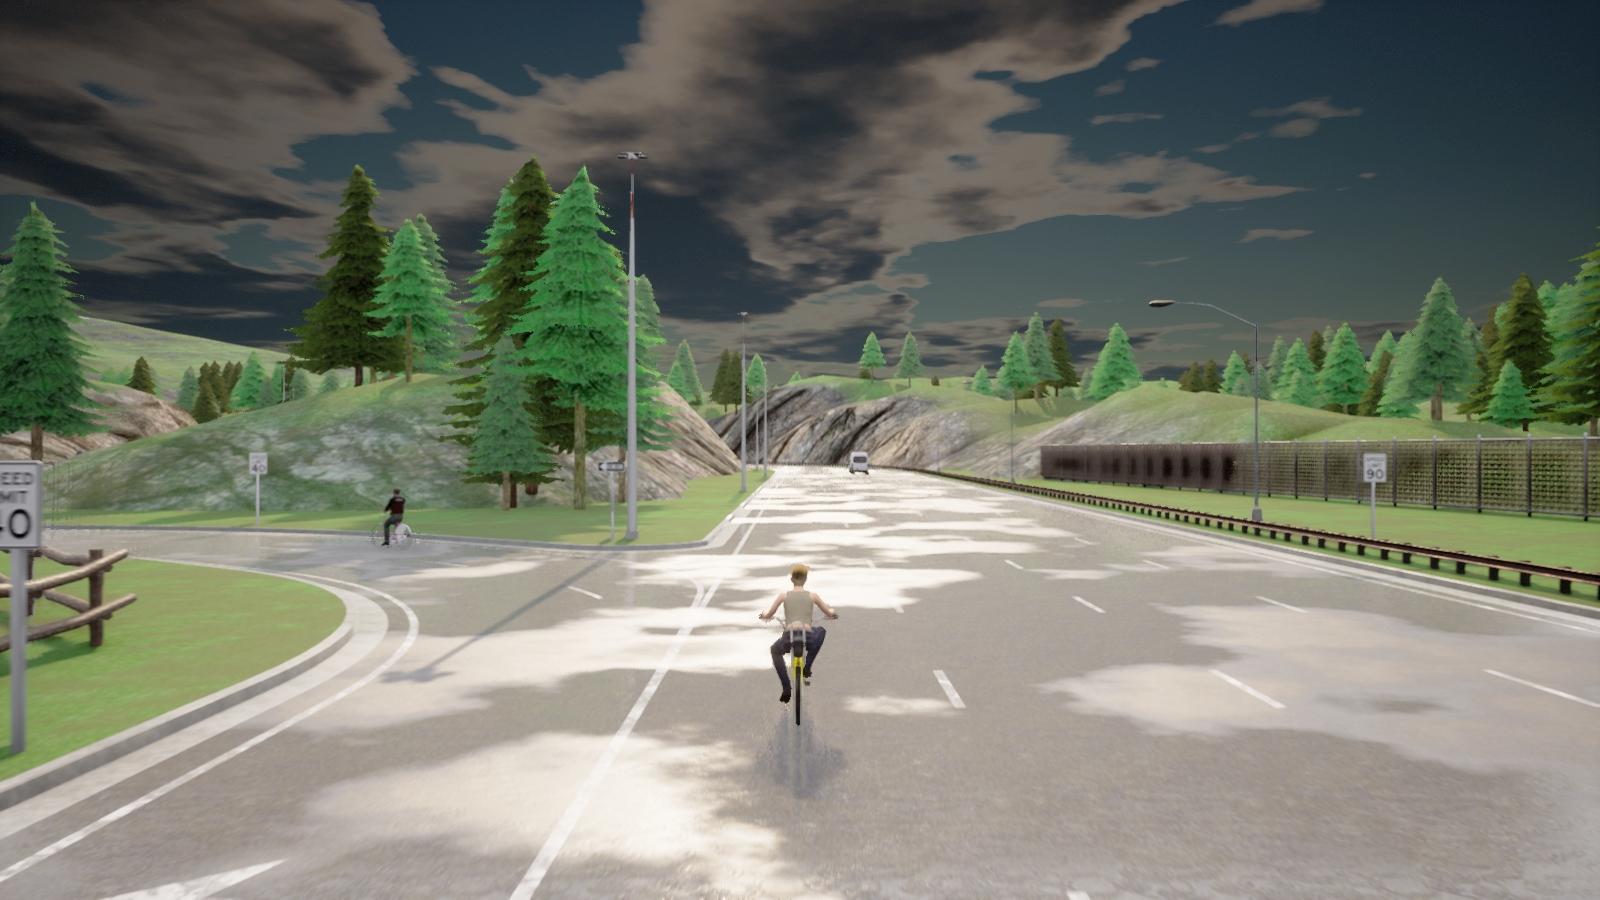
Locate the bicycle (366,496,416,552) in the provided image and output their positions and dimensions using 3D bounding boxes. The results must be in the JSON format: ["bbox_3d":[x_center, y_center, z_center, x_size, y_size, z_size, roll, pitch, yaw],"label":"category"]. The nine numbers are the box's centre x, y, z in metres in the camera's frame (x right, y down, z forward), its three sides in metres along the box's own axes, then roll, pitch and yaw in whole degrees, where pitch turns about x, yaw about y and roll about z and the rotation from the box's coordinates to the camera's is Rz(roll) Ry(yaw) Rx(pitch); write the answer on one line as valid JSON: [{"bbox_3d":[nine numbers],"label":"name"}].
[{"bbox_3d":[-11.527,2.068,32.178,1.835,1.471,0.329,0,0,36],"label":"bicycle"}]

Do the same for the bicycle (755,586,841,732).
[{"bbox_3d":[-0.014,2.161,12.083,0.859,1.276,1.487,0,0,0],"label":"bicycle"}]
